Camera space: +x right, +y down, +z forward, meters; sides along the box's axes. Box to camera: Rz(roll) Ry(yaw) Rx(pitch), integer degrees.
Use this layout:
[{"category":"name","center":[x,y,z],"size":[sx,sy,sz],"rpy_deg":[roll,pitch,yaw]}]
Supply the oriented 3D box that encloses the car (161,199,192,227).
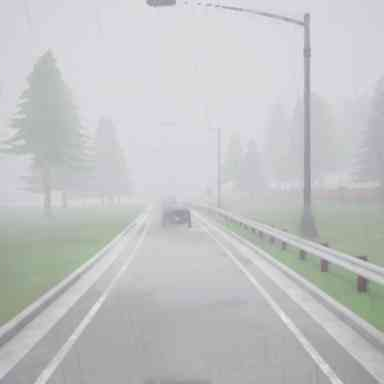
[{"category":"car","center":[-1.098,1.472,22.669],"size":[1.882,1.535,5.008],"rpy_deg":[0,0,-4]}]

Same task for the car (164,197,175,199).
[{"category":"car","center":[-2.839,1.343,41.559],"size":[2.097,1.767,4.553],"rpy_deg":[0,0,-6]}]
